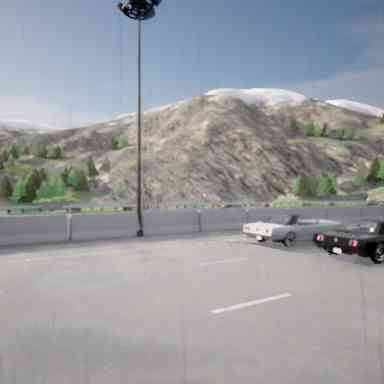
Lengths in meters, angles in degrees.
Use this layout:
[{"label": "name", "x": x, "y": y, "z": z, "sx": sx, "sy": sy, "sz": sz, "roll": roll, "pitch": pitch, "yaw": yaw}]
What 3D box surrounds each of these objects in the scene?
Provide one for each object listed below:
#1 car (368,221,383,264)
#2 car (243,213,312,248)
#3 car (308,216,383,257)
[{"label": "car", "x": 6.690, "y": 1.488, "z": 7.786, "sx": 4.902, "sy": 1.511, "sz": 2.128, "roll": 0, "pitch": 0, "yaw": -30}, {"label": "car", "x": 4.665, "y": 1.579, "z": 14.687, "sx": 4.718, "sy": 1.301, "sz": 1.895, "roll": 0, "pitch": 0, "yaw": -30}, {"label": "car", "x": 6.596, "y": 1.588, "z": 11.760, "sx": 4.718, "sy": 1.301, "sz": 1.895, "roll": 0, "pitch": 0, "yaw": -30}]
